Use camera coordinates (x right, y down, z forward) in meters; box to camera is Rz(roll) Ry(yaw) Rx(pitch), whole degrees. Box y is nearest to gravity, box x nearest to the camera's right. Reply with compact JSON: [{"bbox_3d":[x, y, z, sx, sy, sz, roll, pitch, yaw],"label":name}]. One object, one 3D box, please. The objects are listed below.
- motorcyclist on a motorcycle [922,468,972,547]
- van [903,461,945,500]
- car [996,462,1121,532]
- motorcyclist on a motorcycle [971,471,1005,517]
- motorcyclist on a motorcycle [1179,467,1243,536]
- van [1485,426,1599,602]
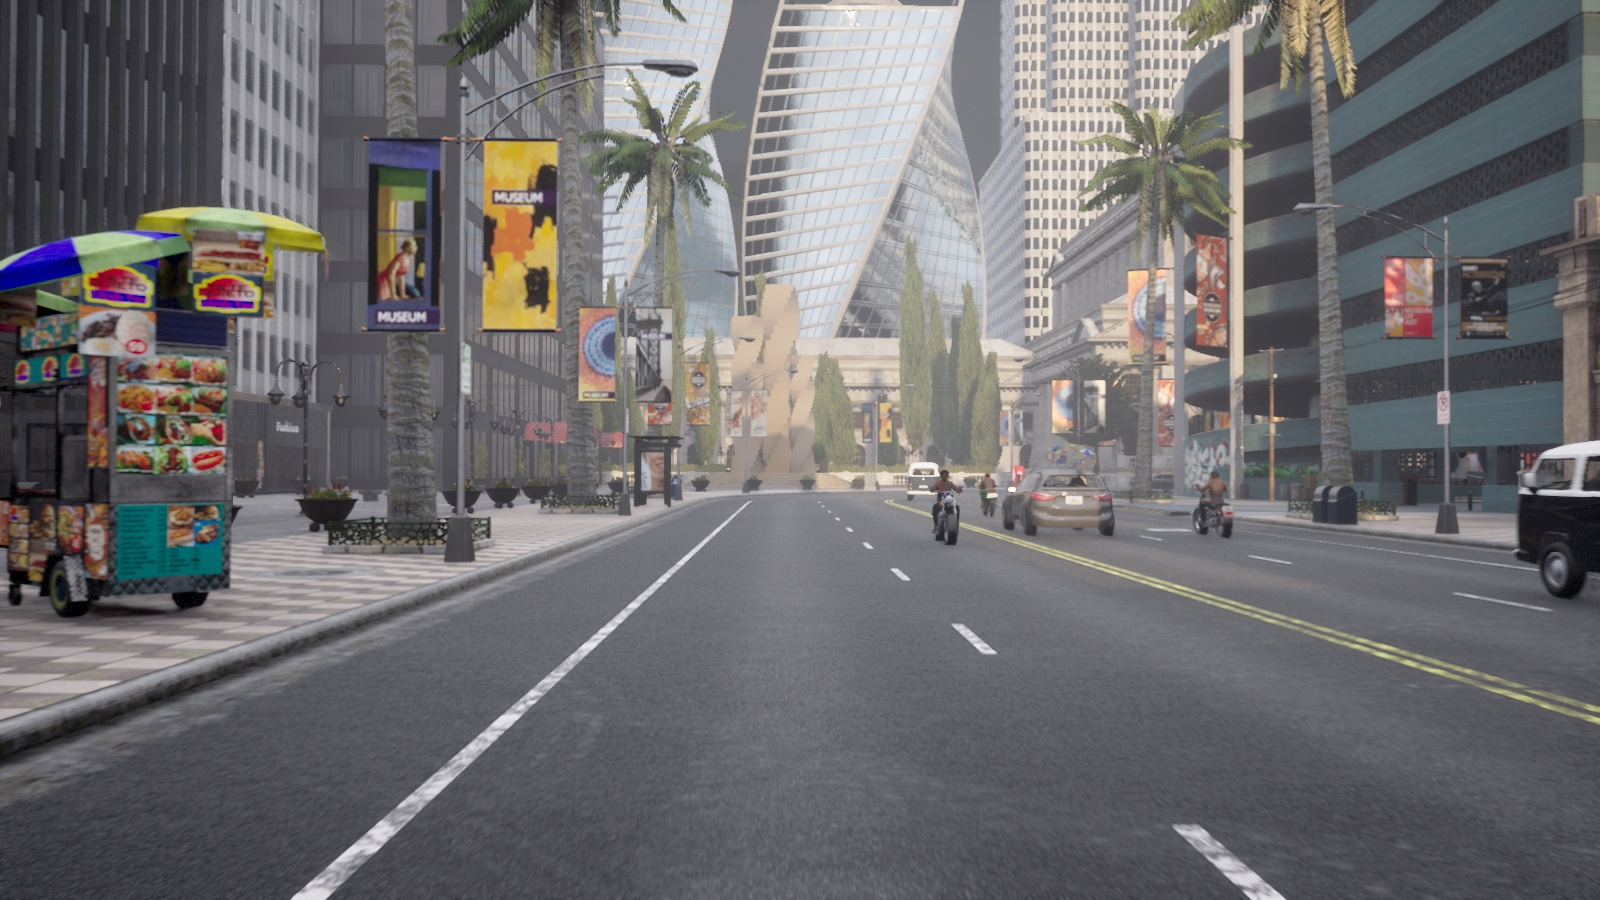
[{"bbox_3d":[3.170,1.209,27.300,0.766,1.649,2.350,0,-1,-1],"label":"motorcyclist on a motorcycle"},{"bbox_3d":[6.823,1.658,68.587,2.069,2.038,4.480,-1,-1,8],"label":"van"},{"bbox_3d":[6.599,1.178,32.606,2.242,1.667,4.611,0,-1,-1],"label":"car"},{"bbox_3d":[6.457,1.494,43.226,0.797,1.523,2.044,0,-1,-1],"label":"motorcyclist on a motorcycle"},{"bbox_3d":[10.121,1.242,30.983,0.766,1.649,2.350,0,-1,-1],"label":"motorcyclist on a motorcycle"},{"bbox_3d":[10.338,0.743,14.763,2.069,2.038,4.480,0,-1,-1],"label":"van"}]
